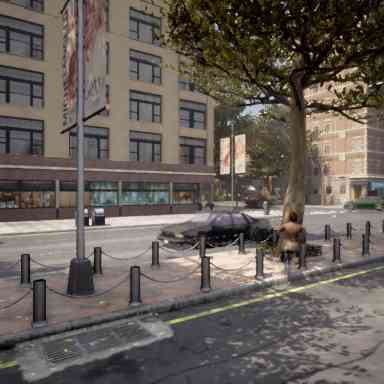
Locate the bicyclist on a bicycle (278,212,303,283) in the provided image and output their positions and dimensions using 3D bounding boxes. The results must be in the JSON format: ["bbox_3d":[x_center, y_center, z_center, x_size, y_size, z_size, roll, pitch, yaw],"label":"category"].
[{"bbox_3d":[2.388,1.214,8.162,0.582,1.620,1.656,4,44,9],"label":"bicyclist on a bicycle"}]

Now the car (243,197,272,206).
[{"bbox_3d":[10.096,1.477,51.931,1.882,1.535,5.008,0,0,-36],"label":"car"}]

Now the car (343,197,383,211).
[{"bbox_3d":[20.658,1.351,39.944,4.553,1.767,2.097,0,0,21],"label":"car"}]

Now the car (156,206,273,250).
[{"bbox_3d":[1.169,1.547,14.533,5.357,1.411,2.033,0,0,-35],"label":"car"}]
